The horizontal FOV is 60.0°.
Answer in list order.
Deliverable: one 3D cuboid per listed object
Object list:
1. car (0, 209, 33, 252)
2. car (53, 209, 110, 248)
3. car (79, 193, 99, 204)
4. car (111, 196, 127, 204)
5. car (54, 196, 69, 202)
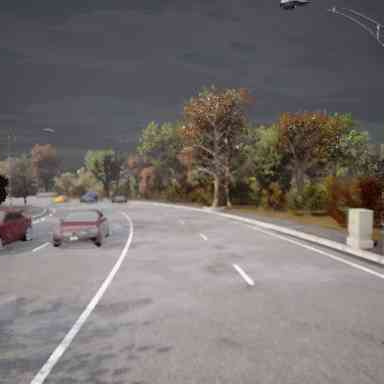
[{"bbox_3d":[-8.132,1.499,13.530,1.882,1.535,5.008,-1,0,-8],"label":"car"},{"bbox_3d":[-4.797,1.505,14.928,1.812,1.442,4.674,-1,0,-8],"label":"car"},{"bbox_3d":[-21.274,1.557,67.322,2.033,1.411,5.357,-3,1,-35],"label":"car"},{"bbox_3d":[-13.566,1.392,61.706,1.994,1.385,4.181,-2,1,-32],"label":"car"},{"bbox_3d":[-31.583,1.672,80.271,1.882,1.535,5.008,-4,3,-44],"label":"car"}]
